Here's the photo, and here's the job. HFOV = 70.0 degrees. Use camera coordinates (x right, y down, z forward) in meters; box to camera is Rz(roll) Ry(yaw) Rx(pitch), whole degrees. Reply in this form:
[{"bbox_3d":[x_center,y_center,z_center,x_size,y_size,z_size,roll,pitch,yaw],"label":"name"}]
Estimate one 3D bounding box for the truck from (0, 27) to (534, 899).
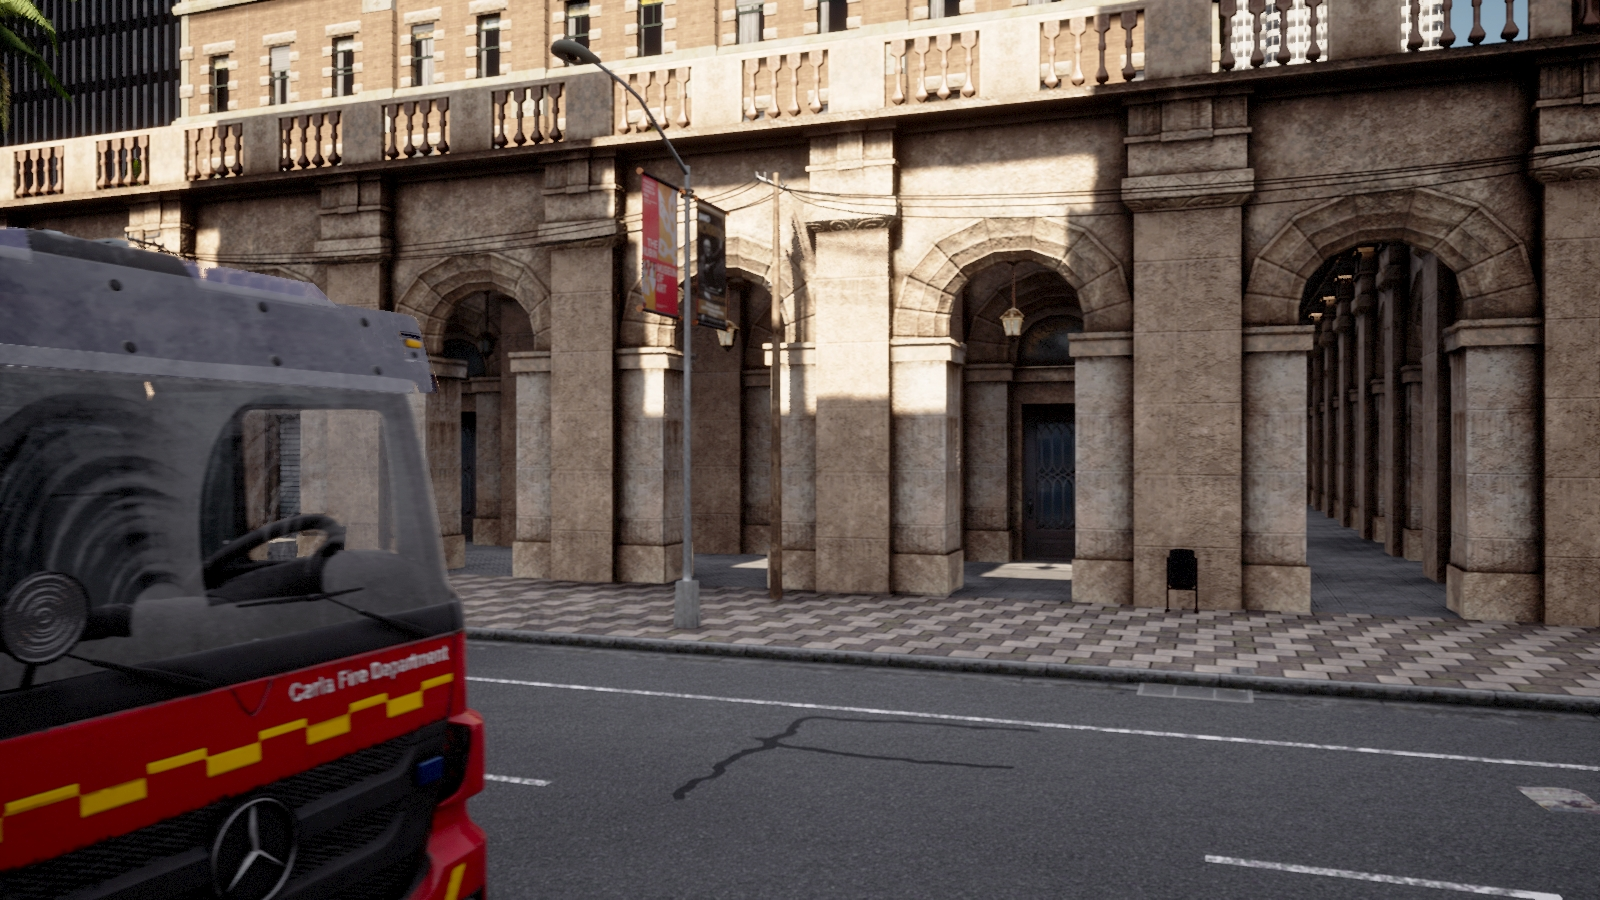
[{"bbox_3d":[-5.625,0.890,5.028,8.468,3.827,2.891,0,0,20],"label":"truck"}]
